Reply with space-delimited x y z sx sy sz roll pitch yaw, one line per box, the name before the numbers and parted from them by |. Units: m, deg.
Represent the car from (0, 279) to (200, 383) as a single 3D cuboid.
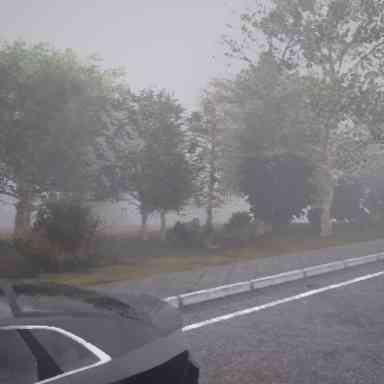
car | -2.210 1.504 2.107 4.892 1.490 1.837 0 0 -36
